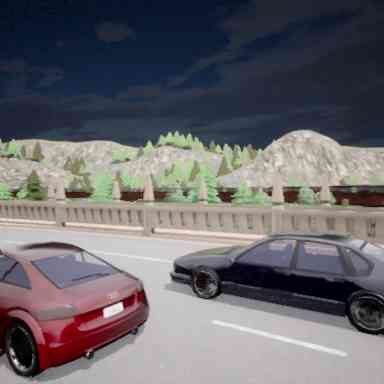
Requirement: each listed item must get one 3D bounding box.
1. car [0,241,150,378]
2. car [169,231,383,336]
[{"bbox_3d":[-2.747,1.544,5.525,4.181,1.385,1.994,0,0,32],"label":"car"},{"bbox_3d":[2.133,1.516,6.611,5.357,1.411,2.033,0,0,34],"label":"car"}]
